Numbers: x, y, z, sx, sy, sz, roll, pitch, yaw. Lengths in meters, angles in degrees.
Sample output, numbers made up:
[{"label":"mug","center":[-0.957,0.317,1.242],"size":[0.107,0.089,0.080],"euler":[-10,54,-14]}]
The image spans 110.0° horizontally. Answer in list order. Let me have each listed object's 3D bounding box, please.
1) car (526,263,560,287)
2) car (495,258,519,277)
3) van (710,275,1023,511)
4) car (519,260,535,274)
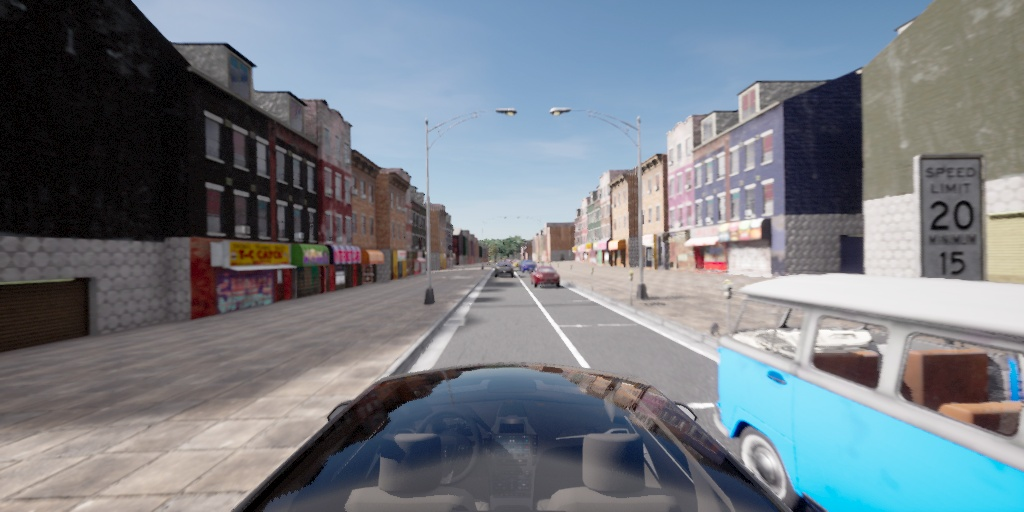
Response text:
[{"label":"car","center":[2.148,1.303,23.553],"size":[1.802,1.307,4.207],"euler":[0,0,-1]},{"label":"car","center":[-0.749,1.286,35.860],"size":[2.128,1.511,4.902],"euler":[-1,0,-1]},{"label":"van","center":[2.699,1.043,1.692],"size":[1.690,1.789,3.998],"euler":[0,0,-1]},{"label":"car","center":[2.046,1.288,42.461],"size":[1.812,1.442,4.674],"euler":[-1,0,-1]}]
